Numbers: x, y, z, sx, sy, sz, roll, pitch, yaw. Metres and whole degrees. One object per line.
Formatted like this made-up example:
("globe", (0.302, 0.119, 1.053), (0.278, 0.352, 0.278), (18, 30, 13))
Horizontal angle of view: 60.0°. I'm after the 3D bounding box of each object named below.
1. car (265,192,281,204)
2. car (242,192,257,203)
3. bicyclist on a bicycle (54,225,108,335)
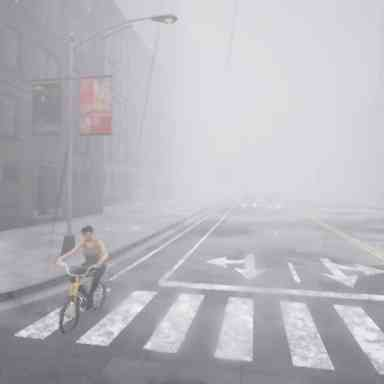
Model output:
("car", (11.351, 0.771, 46.564), (2.128, 1.511, 4.902), (1, 1, 10))
("car", (8.155, 0.762, 47.154), (1.812, 1.442, 4.674), (1, 1, 10))
("bicyclist on a bicycle", (-1.788, 1.368, 5.587), (0.866, 1.612, 1.509), (1, 1, 11))
